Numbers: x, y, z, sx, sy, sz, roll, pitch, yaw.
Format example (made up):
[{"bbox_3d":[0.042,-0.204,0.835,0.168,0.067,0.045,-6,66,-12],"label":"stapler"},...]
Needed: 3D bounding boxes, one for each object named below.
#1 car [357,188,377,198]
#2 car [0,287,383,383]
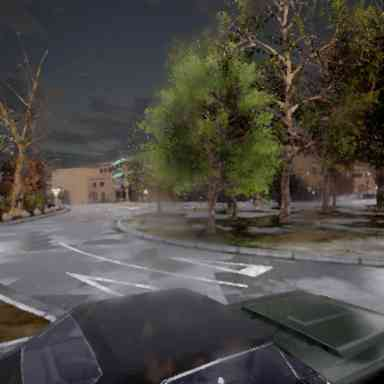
[{"bbox_3d":[37.484,0.441,70.334,4.553,1.767,2.185,0,1,37],"label":"car"},{"bbox_3d":[0.106,1.580,2.800,4.718,1.301,1.895,-1,1,-30],"label":"car"}]
